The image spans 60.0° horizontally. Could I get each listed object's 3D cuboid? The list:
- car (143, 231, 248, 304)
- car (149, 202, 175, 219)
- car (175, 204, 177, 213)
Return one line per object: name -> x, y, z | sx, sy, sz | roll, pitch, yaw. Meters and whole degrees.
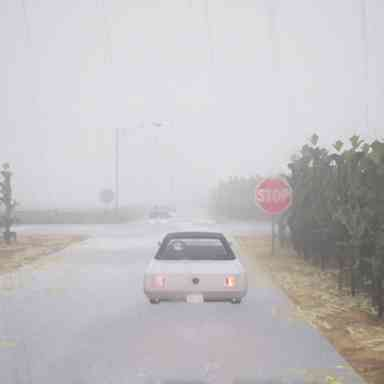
car -> 0.070, 1.610, 8.097 | 1.895, 1.301, 4.718 | 0, 0, 0
car -> -3.220, 2.007, 34.314 | 2.033, 1.411, 5.357 | 0, -1, 0
car -> -3.221, 2.181, 48.243 | 1.882, 1.535, 5.008 | 0, -1, 0
